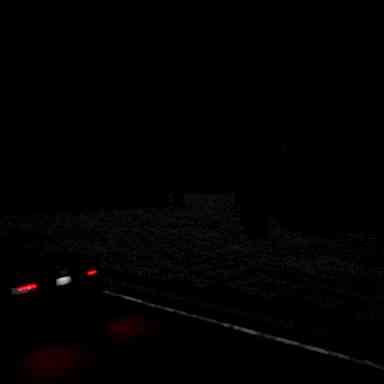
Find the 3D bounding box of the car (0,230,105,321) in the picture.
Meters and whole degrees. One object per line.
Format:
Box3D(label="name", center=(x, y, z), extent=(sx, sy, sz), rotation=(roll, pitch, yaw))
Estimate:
Box3D(label="car", center=(-4.171, 1.539, 7.111), extent=(5.357, 1.411, 2.033), rotation=(0, 0, 37))
